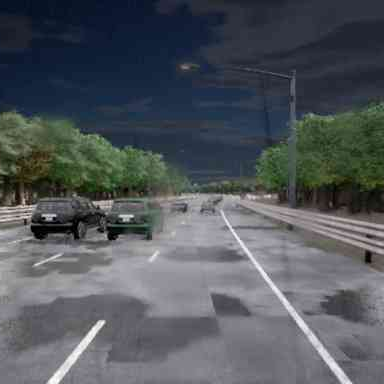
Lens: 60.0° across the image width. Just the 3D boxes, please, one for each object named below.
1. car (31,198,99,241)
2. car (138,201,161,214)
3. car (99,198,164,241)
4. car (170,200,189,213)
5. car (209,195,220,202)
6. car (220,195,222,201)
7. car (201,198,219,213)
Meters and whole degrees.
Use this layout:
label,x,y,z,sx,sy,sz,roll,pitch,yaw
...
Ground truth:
label,x,y,z,sx,sy,sz,roll,pitch,yaw
car,-6.299,1.320,17.624,2.150,2.045,5.566,0,0,3
car,-5.027,1.813,39.951,1.994,1.385,4.181,0,0,4
car,-2.807,1.339,17.482,2.150,2.045,5.566,0,0,3
car,-1.481,1.766,40.625,2.128,1.511,4.902,0,0,4
car,4.193,1.814,68.013,2.097,1.767,4.553,0,0,6
car,6.296,2.046,87.803,1.837,1.490,4.892,0,0,7
car,2.057,1.853,42.367,2.033,1.411,5.357,0,0,4
